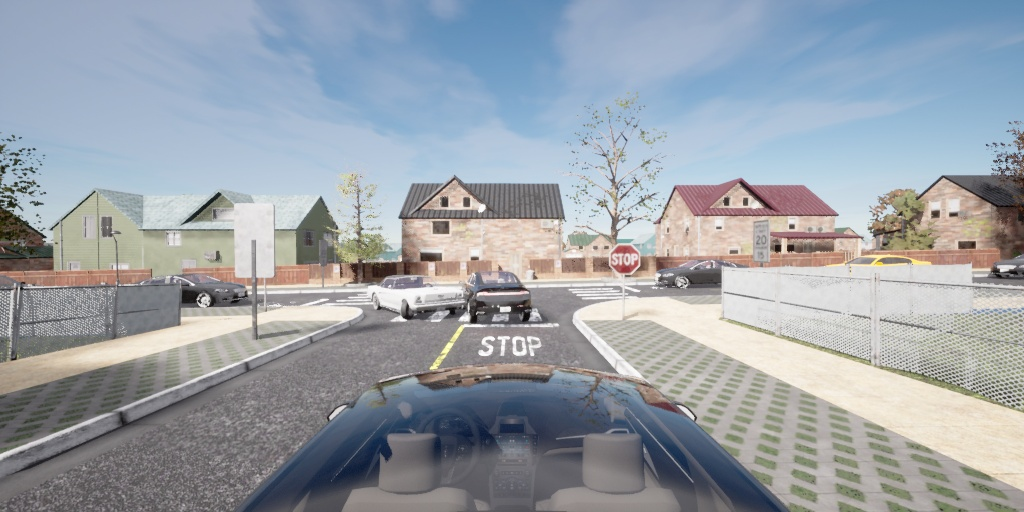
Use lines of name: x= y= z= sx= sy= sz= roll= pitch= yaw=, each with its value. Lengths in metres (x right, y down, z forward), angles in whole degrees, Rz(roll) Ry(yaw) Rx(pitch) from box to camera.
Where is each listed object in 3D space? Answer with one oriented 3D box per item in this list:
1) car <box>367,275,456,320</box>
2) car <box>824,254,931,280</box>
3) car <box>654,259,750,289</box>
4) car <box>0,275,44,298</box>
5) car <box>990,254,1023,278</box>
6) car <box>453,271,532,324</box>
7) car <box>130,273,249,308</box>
car: x=-3.602 y=1.368 z=12.990 sx=1.895 sy=1.301 sz=4.718 roll=0 pitch=0 yaw=-38
car: x=19.762 y=0.690 z=19.575 sx=5.008 sy=1.535 sz=1.882 roll=-1 pitch=1 yaw=-1
car: x=10.331 y=0.926 z=19.539 sx=4.902 sy=1.511 sz=2.128 roll=-1 pitch=1 yaw=0
car: x=-24.239 y=1.648 z=16.446 sx=4.553 sy=1.767 sz=2.097 roll=-1 pitch=1 yaw=0
car: x=29.386 y=0.478 z=19.612 sx=4.902 sy=1.511 sz=2.128 roll=-1 pitch=1 yaw=0
car: x=-0.685 y=1.243 z=12.131 sx=2.128 sy=1.511 sz=4.902 roll=0 pitch=0 yaw=-12
car: x=-14.902 y=1.566 z=16.486 sx=4.902 sy=1.511 sz=2.128 roll=-1 pitch=1 yaw=0
